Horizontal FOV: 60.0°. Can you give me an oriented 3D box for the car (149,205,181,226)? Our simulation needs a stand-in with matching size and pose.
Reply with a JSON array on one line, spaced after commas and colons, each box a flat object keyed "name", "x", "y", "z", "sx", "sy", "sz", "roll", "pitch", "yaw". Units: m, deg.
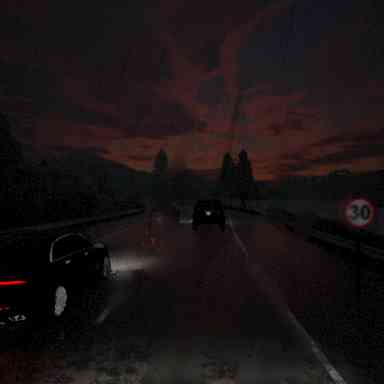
[{"name": "car", "x": -2.059, "y": 1.779, "z": 25.857, "sx": 1.837, "sy": 1.490, "sz": 4.892, "roll": 0, "pitch": -1, "yaw": 5}]

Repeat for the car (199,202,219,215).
[{"name": "car", "x": 2.082, "y": 1.995, "z": 41.534, "sx": 2.033, "sy": 1.411, "sz": 5.357, "roll": 0, "pitch": -1, "yaw": -2}]

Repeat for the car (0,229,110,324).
[{"name": "car", "x": -3.222, "y": 1.580, "z": 7.349, "sx": 1.837, "sy": 1.490, "sz": 4.892, "roll": 0, "pitch": -1, "yaw": 2}]

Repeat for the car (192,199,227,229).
[{"name": "car", "x": 1.260, "y": 1.479, "z": 23.742, "sx": 2.150, "sy": 2.045, "sz": 5.566, "roll": 0, "pitch": 0, "yaw": 5}]
